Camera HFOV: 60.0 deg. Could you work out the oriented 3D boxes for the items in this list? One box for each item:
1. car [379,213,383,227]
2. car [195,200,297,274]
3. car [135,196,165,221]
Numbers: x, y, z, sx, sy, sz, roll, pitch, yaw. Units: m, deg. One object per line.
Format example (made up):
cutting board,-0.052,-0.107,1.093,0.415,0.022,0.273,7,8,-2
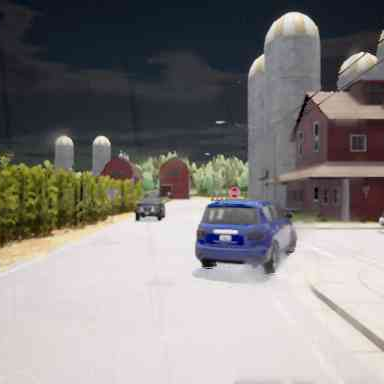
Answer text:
car,13.261,1.289,18.013,5.566,2.045,2.150,0,0,-1
car,2.002,1.277,11.092,2.150,2.045,5.566,-1,0,25
car,-3.577,1.377,29.344,2.150,2.045,5.566,0,0,0
